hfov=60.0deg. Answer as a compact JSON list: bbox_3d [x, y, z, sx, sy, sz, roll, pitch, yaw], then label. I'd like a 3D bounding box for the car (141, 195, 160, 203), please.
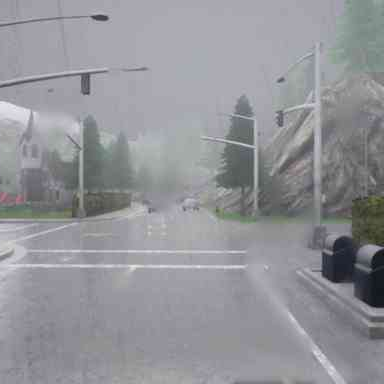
[{"bbox_3d":[-8.581,1.483,68.347,1.882,1.535,5.008,0,0,-30],"label":"car"}]

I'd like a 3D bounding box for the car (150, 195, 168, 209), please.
[{"bbox_3d":[-4.670,1.356,46.785,2.097,1.767,4.553,0,0,-11],"label":"car"}]

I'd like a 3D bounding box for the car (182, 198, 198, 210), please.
[{"bbox_3d":[-0.299,1.529,42.760,1.812,1.442,4.674,0,0,-5],"label":"car"}]

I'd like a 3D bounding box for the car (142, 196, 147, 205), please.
[{"bbox_3d":[-7.155,1.509,56.629,1.837,1.490,4.892,0,0,-20],"label":"car"}]

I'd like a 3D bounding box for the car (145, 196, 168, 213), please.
[{"bbox_3d":[-3.739,1.508,36.666,1.837,1.490,4.892,0,0,-2],"label":"car"}]
